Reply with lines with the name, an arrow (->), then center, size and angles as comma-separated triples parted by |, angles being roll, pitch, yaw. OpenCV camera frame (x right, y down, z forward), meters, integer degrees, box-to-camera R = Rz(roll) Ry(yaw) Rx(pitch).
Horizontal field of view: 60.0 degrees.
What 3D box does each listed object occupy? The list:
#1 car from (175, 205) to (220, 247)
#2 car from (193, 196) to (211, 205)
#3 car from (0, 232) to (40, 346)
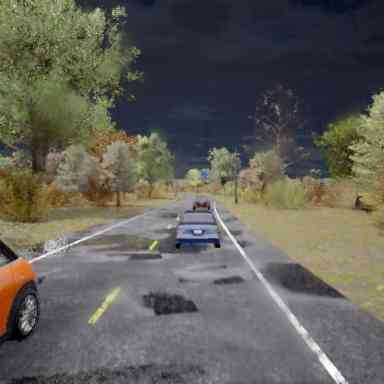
car -> 0.267, 1.520, 14.886 | 2.033, 1.411, 5.357 | 0, 0, 1
car -> 1.237, 1.254, 41.458 | 2.097, 1.767, 4.553 | 0, 0, 3
car -> -3.532, 1.344, 3.464 | 2.097, 1.767, 4.553 | 0, 0, 1
